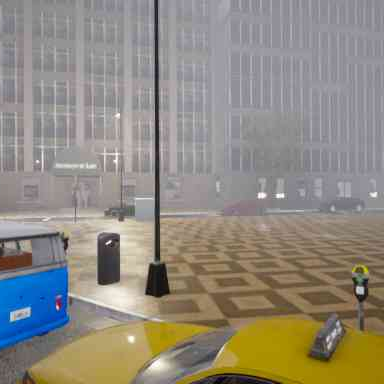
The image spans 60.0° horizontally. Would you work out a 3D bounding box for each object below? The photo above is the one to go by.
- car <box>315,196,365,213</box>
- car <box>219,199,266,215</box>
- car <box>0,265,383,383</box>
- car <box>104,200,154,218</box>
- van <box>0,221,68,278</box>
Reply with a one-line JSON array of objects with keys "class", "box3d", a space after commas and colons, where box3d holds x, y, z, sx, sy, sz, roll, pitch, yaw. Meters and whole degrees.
[{"class": "car", "box3d": [14.412, 1.191, 32.367, 4.892, 1.490, 1.837, 0, 0, -14]}, {"class": "car", "box3d": [4.553, 1.320, 29.924, 4.181, 1.385, 1.994, 0, 0, -14]}, {"class": "car", "box3d": [0.649, 1.526, 2.263, 4.829, 1.417, 1.752, 0, 0, 35]}, {"class": "car", "box3d": [-5.161, 1.396, 27.499, 4.181, 1.385, 1.994, 0, 0, -14]}, {"class": "van", "box3d": [-3.722, 1.343, 5.372, 3.998, 1.788, 1.690, 0, 0, 35]}]
